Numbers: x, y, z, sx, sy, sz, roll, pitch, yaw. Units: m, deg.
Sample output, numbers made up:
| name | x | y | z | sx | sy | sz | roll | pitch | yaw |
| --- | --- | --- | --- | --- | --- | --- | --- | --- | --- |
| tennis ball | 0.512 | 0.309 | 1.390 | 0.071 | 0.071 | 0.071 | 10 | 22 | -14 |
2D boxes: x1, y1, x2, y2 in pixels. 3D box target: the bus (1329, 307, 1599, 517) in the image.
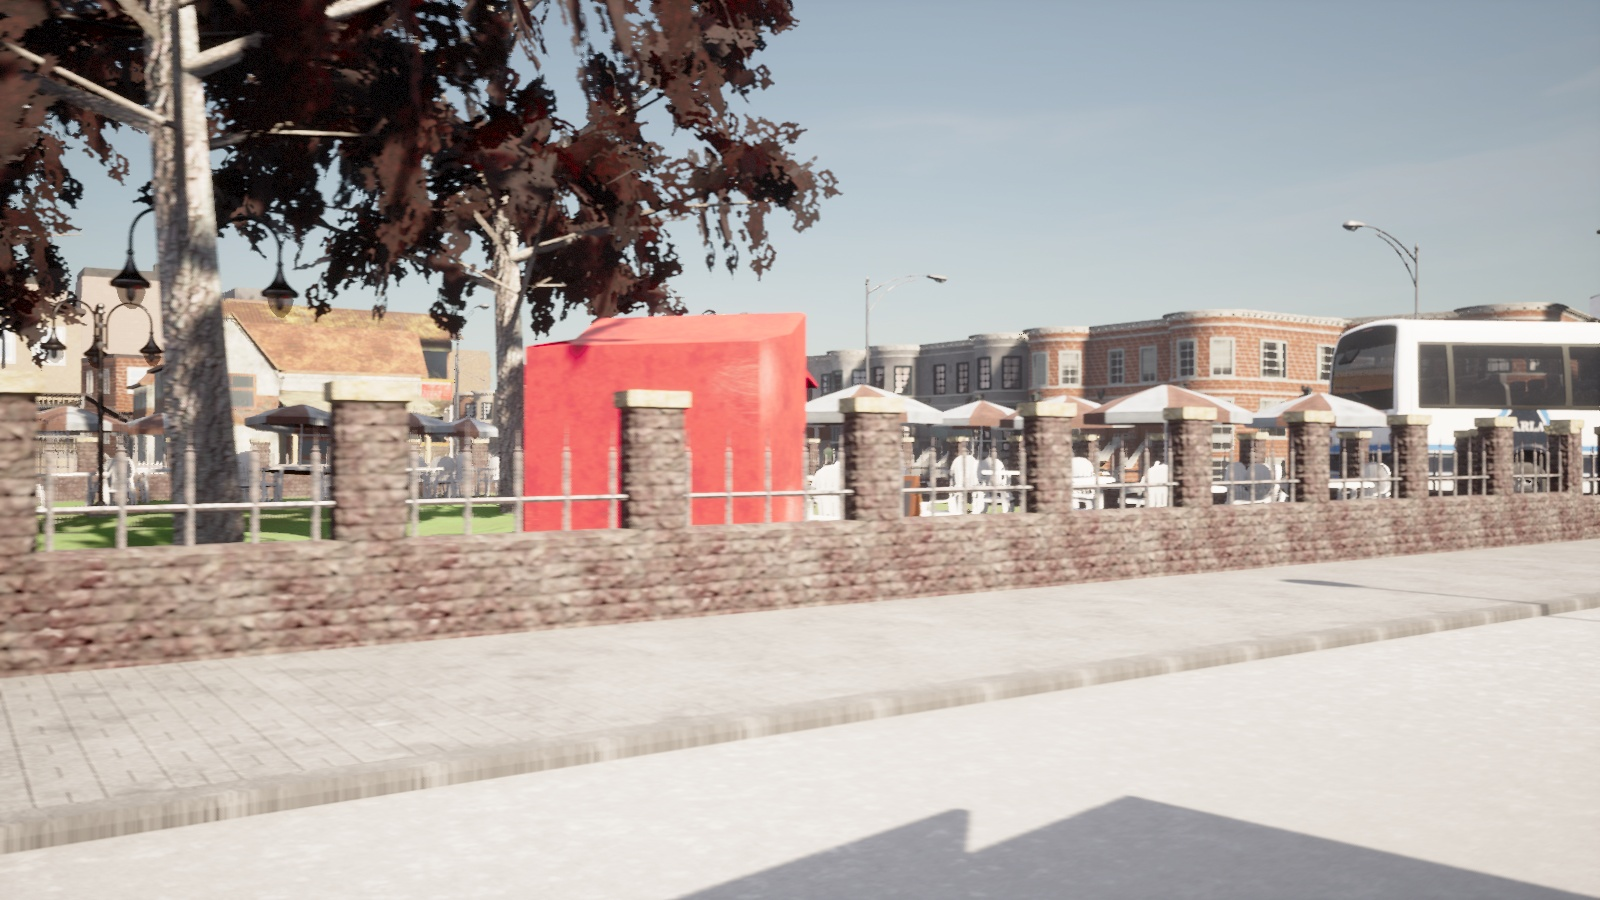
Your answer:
| name | x | y | z | sx | sy | sz | roll | pitch | yaw |
| --- | --- | --- | --- | --- | --- | --- | --- | --- | --- |
| bus | 17.633 | -0.724 | 27.751 | 10.273 | 4.253 | 3.944 | 0 | -1 | -3 |
